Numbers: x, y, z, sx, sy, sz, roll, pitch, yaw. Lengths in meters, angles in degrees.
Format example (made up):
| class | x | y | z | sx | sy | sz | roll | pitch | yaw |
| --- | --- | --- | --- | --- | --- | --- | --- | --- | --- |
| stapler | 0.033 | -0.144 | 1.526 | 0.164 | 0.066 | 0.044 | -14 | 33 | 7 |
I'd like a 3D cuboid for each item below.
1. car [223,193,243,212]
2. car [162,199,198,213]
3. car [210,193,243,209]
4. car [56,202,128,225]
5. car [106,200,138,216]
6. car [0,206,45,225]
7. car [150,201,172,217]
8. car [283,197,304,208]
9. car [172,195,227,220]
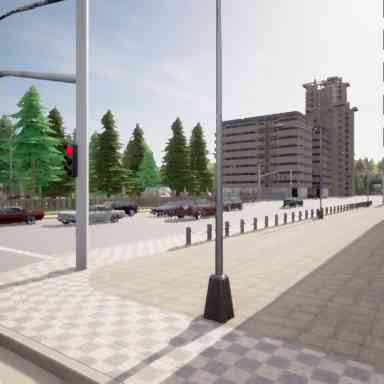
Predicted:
| class | x | y | z | sx | sy | sz | roll | pitch | yaw |
| --- | --- | --- | --- | --- | --- | --- | --- | --- | --- |
| car | 4.273 | 1.352 | 39.744 | 2.097 | 1.767 | 4.553 | 0 | 0 | 36 |
| car | -1.331 | 1.564 | 37.941 | 1.994 | 1.385 | 4.181 | 0 | 0 | 35 |
| car | 4.927 | 1.221 | 46.638 | 2.150 | 2.045 | 5.566 | 0 | 0 | 36 |
| car | -7.149 | 1.601 | 23.759 | 1.895 | 1.301 | 4.718 | 0 | 0 | 36 |
| car | -7.084 | 1.478 | 29.877 | 1.882 | 1.535 | 5.008 | 0 | 0 | 36 |
| car | -12.575 | 1.601 | 22.261 | 1.895 | 1.301 | 4.718 | 0 | 0 | 37 |
| car | -1.541 | 1.547 | 31.613 | 2.033 | 1.411 | 5.357 | 0 | 0 | 36 |
| car | 14.613 | 1.504 | 47.898 | 1.837 | 1.490 | 4.892 | 0 | 0 | 35 |
| car | 0.735 | 1.352 | 28.443 | 2.097 | 1.767 | 4.553 | 0 | 0 | 36 |
